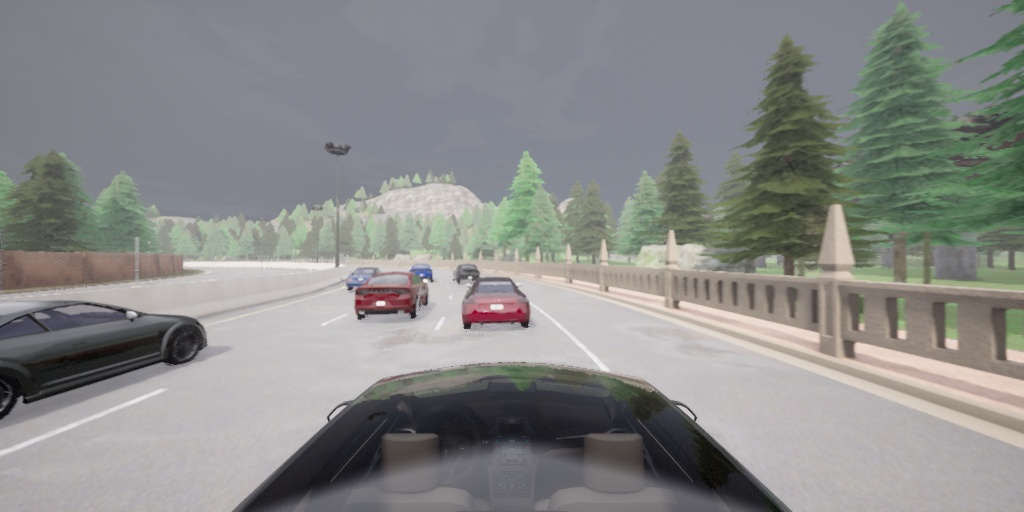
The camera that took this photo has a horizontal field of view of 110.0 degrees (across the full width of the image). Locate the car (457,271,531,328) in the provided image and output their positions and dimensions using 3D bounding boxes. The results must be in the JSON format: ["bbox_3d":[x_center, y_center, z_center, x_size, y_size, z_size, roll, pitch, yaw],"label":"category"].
[{"bbox_3d":[-0.578,1.360,11.701,1.994,1.385,4.181,0,0,-5],"label":"car"}]

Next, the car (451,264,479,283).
[{"bbox_3d":[-3.770,1.393,29.302,1.837,1.490,4.892,0,0,-15],"label":"car"}]

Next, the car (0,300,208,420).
[{"bbox_3d":[-7.137,1.364,5.536,1.994,1.385,4.181,0,0,-2],"label":"car"}]

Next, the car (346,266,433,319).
[{"bbox_3d":[-4.257,1.299,13.320,1.882,1.535,5.008,0,0,-6],"label":"car"}]

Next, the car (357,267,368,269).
[{"bbox_3d":[-9.526,1.439,23.700,2.033,1.411,5.357,0,0,-13],"label":"car"}]

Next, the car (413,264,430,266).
[{"bbox_3d":[-7.999,1.396,31.475,1.882,1.535,5.008,0,0,-16],"label":"car"}]
